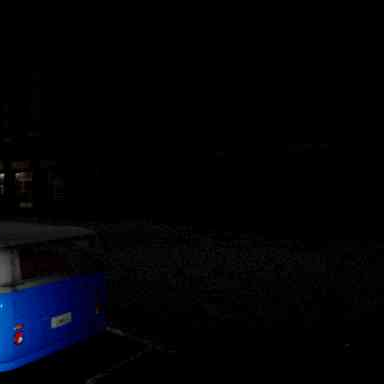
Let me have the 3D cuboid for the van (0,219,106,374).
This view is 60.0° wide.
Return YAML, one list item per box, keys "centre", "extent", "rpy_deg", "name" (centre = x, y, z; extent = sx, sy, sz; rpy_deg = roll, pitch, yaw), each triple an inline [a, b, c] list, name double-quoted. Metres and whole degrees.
- centre: [-3.113, 1.340, 5.177]
  extent: [3.998, 1.788, 1.690]
  rpy_deg: [0, 0, 35]
  name: "van"

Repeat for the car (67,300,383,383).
- centre: [1.512, 1.551, 1.883]
  extent: [4.403, 1.369, 2.008]
  rpy_deg: [0, 0, 35]
  name: "car"
